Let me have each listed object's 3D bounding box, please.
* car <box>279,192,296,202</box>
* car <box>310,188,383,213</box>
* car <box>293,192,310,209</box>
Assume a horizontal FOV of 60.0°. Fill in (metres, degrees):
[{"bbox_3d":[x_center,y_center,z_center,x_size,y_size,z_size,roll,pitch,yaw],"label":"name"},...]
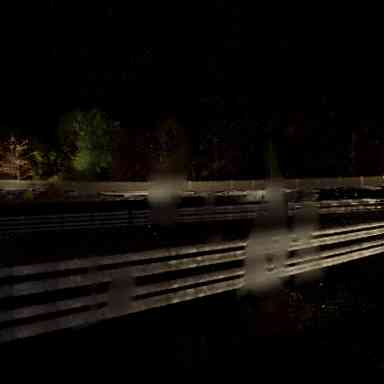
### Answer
[{"bbox_3d":[11.626,0.724,35.186,4.553,1.767,2.097,-2,1,-13],"label":"car"},{"bbox_3d":[13.452,0.652,28.423,5.566,2.045,2.150,-2,1,-13],"label":"car"},{"bbox_3d":[12.536,0.927,31.804,4.674,1.442,1.812,-2,1,-13],"label":"car"}]
